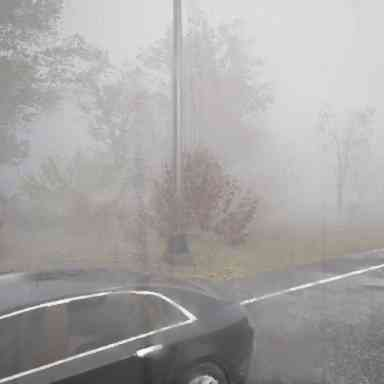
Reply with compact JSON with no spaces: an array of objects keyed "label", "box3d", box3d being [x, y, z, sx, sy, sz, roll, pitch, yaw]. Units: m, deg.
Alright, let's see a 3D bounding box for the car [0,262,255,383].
[{"label":"car","box3d":[-1.595,1.505,2.856,4.892,1.490,1.837,0,0,-35]}]
